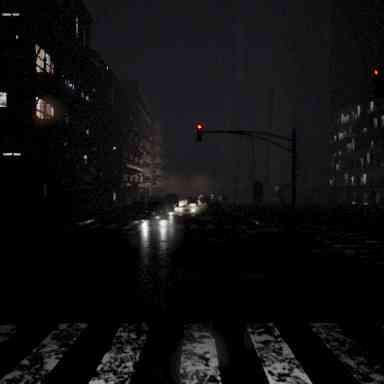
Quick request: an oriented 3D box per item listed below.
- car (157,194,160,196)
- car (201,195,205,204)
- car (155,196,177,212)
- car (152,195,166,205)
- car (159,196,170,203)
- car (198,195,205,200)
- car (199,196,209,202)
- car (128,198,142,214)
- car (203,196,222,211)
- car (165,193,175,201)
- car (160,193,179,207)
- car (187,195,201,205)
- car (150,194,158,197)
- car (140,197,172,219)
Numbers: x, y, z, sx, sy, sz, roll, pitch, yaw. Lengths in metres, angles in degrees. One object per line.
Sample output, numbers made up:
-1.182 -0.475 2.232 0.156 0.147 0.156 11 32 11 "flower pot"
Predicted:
-5.692 1.312 52.333 2.192 1.841 5.009 -1 0 0 "car"
2.661 1.551 63.685 2.008 1.369 4.403 -1 0 0 "car"
-3.087 1.521 39.109 1.812 1.442 4.674 0 0 0 "car"
-5.689 1.439 57.981 1.967 1.590 4.097 -1 0 0 "car"
-5.685 1.583 69.279 1.802 1.307 4.206 -1 0 0 "car"
2.667 1.535 92.101 1.752 1.417 4.829 -1 0 0 "car"
2.664 1.548 74.984 1.887 1.381 4.507 -1 0 0 "car"
-5.693 1.540 35.385 1.887 1.381 4.507 -1 0 0 "car"
2.655 1.540 41.090 1.887 1.381 4.507 -1 0 0 "car"
-5.684 1.322 86.226 2.192 1.841 5.009 -1 0 0 "car"
-3.078 1.216 50.218 2.150 2.045 5.566 0 0 0 "car"
0.117 1.546 59.834 2.033 1.411 5.357 0 0 0 "car"
-5.693 1.436 41.034 1.967 1.590 4.097 -1 0 0 "car"
-3.093 1.501 29.354 1.837 1.490 4.892 0 0 0 "car"
